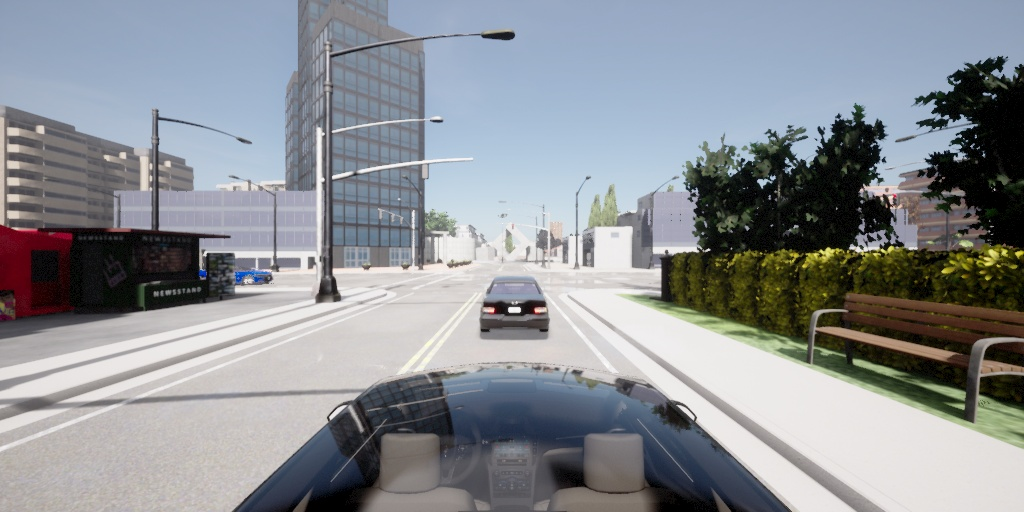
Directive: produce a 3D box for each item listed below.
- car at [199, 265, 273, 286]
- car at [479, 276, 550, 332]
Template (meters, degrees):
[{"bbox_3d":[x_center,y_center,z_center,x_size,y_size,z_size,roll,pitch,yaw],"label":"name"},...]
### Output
[{"bbox_3d":[-20.274,1.370,26.207,5.008,1.535,1.882,-1,0,0],"label":"car"},{"bbox_3d":[0.069,1.296,10.829,2.033,1.411,5.357,0,0,0],"label":"car"}]
